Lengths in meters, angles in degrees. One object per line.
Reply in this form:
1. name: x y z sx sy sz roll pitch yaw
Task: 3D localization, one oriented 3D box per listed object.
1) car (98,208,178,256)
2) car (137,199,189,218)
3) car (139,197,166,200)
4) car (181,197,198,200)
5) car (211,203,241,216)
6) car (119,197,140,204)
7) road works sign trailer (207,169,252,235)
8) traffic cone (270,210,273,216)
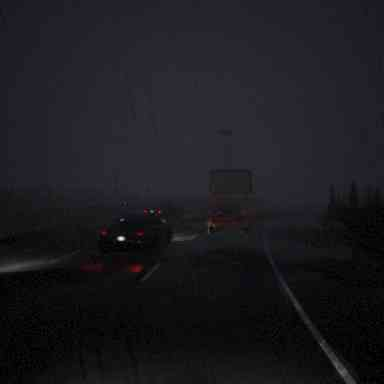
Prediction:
1. car: -2.089 1.557 13.296 1.994 1.385 4.181 0 0 9
2. car: -2.268 1.539 27.677 2.033 1.411 5.357 0 0 18
3. car: -4.887 1.530 48.521 2.033 1.411 5.357 0 0 28
4. car: -0.697 1.487 48.722 2.128 1.511 4.902 0 0 29
5. car: 3.473 1.611 33.099 1.895 1.301 4.718 0 0 22
6. car: -8.651 1.475 48.777 1.837 1.490 4.892 0 0 28
7. road works sign trailer: 2.269 0.471 19.215 2.380 3.560 2.880 0 0 17
8. traffic cone: 7.488 1.978 31.215 0.340 0.580 0.340 0 0 17
